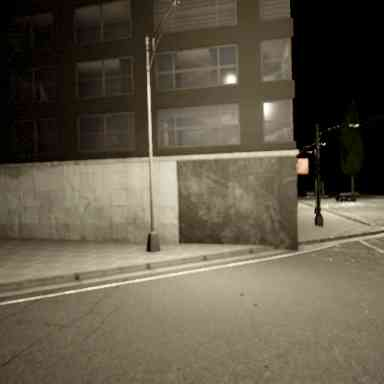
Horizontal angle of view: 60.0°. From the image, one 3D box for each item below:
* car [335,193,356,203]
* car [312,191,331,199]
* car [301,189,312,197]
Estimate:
[{"bbox_3d":[21.479,0.774,46.595,1.994,1.385,4.181,-1,1,11],"label":"car"},{"bbox_3d":[24.092,0.491,61.201,1.882,1.535,5.008,-1,0,11],"label":"car"},{"bbox_3d":[26.563,0.366,75.069,1.812,1.442,4.674,-1,0,10],"label":"car"}]
